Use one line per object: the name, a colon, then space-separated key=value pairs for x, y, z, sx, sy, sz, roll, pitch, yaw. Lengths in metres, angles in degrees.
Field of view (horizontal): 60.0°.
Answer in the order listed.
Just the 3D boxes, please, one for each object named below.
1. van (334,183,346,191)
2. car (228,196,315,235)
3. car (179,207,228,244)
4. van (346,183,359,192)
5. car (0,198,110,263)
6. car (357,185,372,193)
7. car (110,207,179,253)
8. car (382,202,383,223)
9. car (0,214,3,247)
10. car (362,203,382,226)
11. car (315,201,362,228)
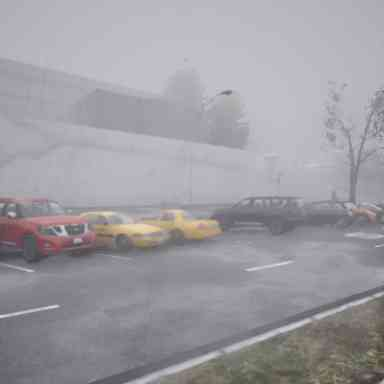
van: x=37.782 y=-1.290 z=83.238 sx=1.878 sy=1.987 sz=4.442 roll=8 pitch=3 yaw=35
car: x=3.775 y=1.277 z=19.257 sx=5.566 sy=2.045 sz=2.435 roll=-1 pitch=-1 yaw=35
car: x=-1.239 y=1.506 z=15.864 sx=5.366 sy=1.575 sz=1.946 roll=-1 pitch=-1 yaw=35
van: x=39.509 y=-1.017 z=80.766 sx=1.878 sy=1.987 sz=4.442 roll=7 pitch=3 yaw=35
car: x=-5.946 y=1.243 z=12.272 sx=5.566 sy=2.045 sz=2.435 roll=-1 pitch=-1 yaw=35
car: x=41.266 y=-0.518 z=78.401 sx=2.231 sy=1.521 sz=4.892 roll=7 pitch=3 yaw=35
car: x=-3.371 y=1.493 z=13.918 sx=5.366 sy=1.575 sz=1.946 roll=-1 pitch=-1 yaw=35
car: x=13.577 y=1.604 z=26.215 sx=4.892 sy=1.521 sz=2.231 roll=-1 pitch=-1 yaw=35
car: x=-8.389 y=1.520 z=10.525 sx=4.792 sy=1.488 sz=2.163 roll=-1 pitch=-1 yaw=35
car: x=11.111 y=1.455 z=24.491 sx=4.553 sy=1.767 sz=2.185 roll=-1 pitch=-1 yaw=34
car: x=8.716 y=1.434 z=22.707 sx=4.553 sy=1.767 sz=2.185 roll=-1 pitch=-1 yaw=35
